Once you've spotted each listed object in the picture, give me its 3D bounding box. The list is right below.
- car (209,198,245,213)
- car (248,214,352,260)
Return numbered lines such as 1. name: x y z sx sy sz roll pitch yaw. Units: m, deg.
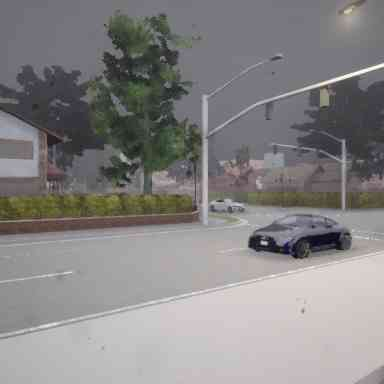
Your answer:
1. car: 3.737 1.435 36.320 1.812 1.442 4.674 0 0 -36
2. car: 4.065 1.534 12.382 4.181 1.385 1.994 0 0 -35
